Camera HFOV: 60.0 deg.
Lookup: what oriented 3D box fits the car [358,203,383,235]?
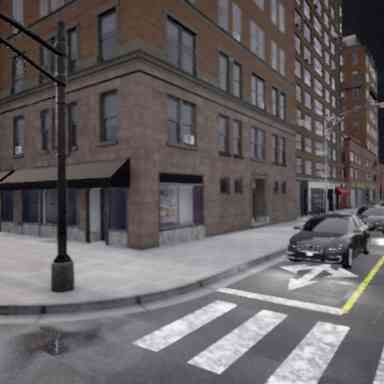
[{"bbox_3d":[10.661,1.596,19.662,1.837,1.490,4.892,-1,-1,36],"label":"car"}]

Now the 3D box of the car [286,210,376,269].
[{"bbox_3d":[4.912,1.573,11.697,1.837,1.490,4.892,-1,-1,37],"label":"car"}]

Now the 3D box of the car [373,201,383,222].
[{"bbox_3d":[16.718,1.597,28.049,1.882,1.535,5.008,-1,-1,36],"label":"car"}]
